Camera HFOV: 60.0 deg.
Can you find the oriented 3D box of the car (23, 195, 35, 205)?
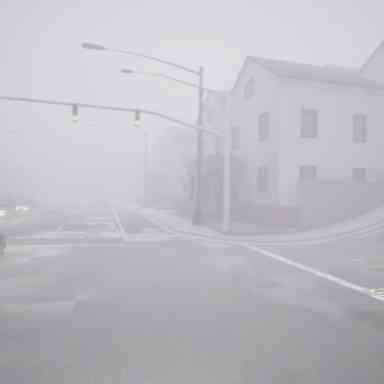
[{"bbox_3d":[-24.348,1.143,48.780,2.128,1.511,4.902,1,0,-15],"label":"car"}]

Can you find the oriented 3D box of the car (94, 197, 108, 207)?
[{"bbox_3d":[-13.448,1.400,48.953,1.812,1.442,4.674,1,0,-15],"label":"car"}]

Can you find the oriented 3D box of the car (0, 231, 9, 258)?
[{"bbox_3d":[-6.675,1.439,9.061,2.033,1.411,5.357,1,0,-15],"label":"car"}]

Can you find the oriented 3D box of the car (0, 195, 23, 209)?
[{"bbox_3d":[-21.819,1.163,38.823,2.128,1.511,4.902,1,0,-14],"label":"car"}]
